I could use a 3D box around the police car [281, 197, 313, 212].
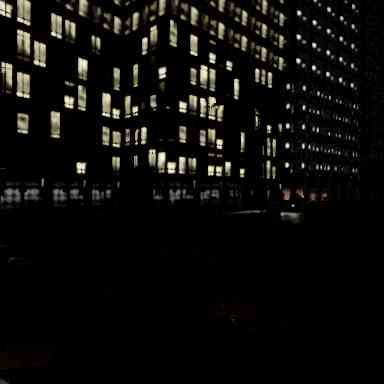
[{"bbox_3d":[11.537,1.369,36.917,2.038,1.542,4.974,1,1,44],"label":"police car"}]
